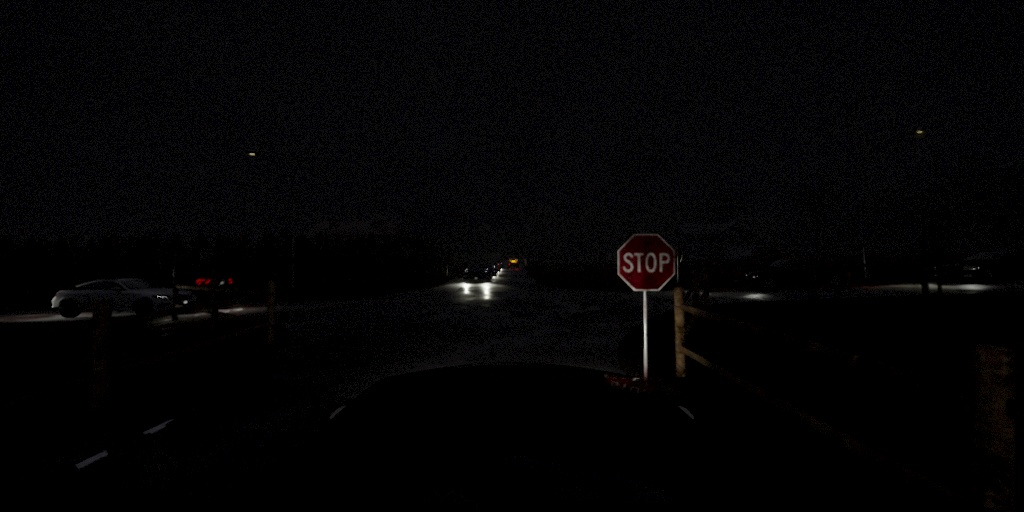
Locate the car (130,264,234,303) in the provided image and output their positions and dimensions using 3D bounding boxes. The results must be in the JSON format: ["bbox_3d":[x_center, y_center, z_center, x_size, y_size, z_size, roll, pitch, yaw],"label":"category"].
[{"bbox_3d":[-16.770,1.460,17.379,5.566,2.045,2.150,-1,-2,-1],"label":"car"}]

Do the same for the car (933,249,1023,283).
[{"bbox_3d":[23.271,0.446,17.158,5.008,1.535,1.882,-2,-2,0],"label":"car"}]

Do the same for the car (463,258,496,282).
[{"bbox_3d":[-2.752,1.138,29.737,2.097,1.767,4.553,0,0,0],"label":"car"}]

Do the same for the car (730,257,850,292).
[{"bbox_3d":[13.146,0.829,17.143,5.008,1.535,1.882,-2,-2,-1],"label":"car"}]

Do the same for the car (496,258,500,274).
[{"bbox_3d":[-2.707,1.146,39.315,2.097,1.767,4.553,0,0,0],"label":"car"}]

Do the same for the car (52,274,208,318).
[{"bbox_3d":[-15.343,1.612,14.306,4.674,1.442,1.812,-1,-2,0],"label":"car"}]

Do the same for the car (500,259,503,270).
[{"bbox_3d":[-2.663,1.157,48.997,2.097,1.767,4.553,0,0,0],"label":"car"}]

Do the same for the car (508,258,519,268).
[{"bbox_3d":[0.212,1.420,61.642,1.895,1.301,4.718,0,0,0],"label":"car"}]
